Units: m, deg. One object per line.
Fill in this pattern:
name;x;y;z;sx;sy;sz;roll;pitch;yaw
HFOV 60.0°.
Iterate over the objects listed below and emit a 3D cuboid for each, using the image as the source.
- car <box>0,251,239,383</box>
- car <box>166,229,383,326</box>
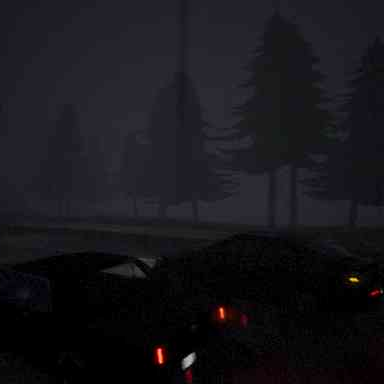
car;-1.911;1.594;4.918;4.718;1.301;1.895;0;0;32
car;1.307;1.508;6.954;4.674;1.442;1.812;0;0;33
